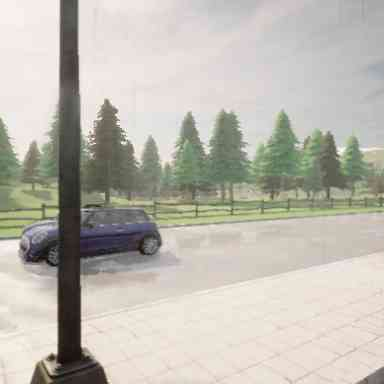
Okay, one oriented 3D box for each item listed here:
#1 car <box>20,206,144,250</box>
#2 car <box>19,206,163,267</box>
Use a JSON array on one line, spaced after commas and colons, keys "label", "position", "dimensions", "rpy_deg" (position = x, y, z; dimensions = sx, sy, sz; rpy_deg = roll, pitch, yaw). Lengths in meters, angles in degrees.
[{"label": "car", "position": [-4.738, 1.463, 14.678], "dimensions": [4.892, 1.490, 1.837], "rpy_deg": [0, 0, -35]}, {"label": "car", "position": [-3.341, 1.319, 11.386], "dimensions": [4.553, 1.767, 2.097], "rpy_deg": [0, 0, -35]}]
